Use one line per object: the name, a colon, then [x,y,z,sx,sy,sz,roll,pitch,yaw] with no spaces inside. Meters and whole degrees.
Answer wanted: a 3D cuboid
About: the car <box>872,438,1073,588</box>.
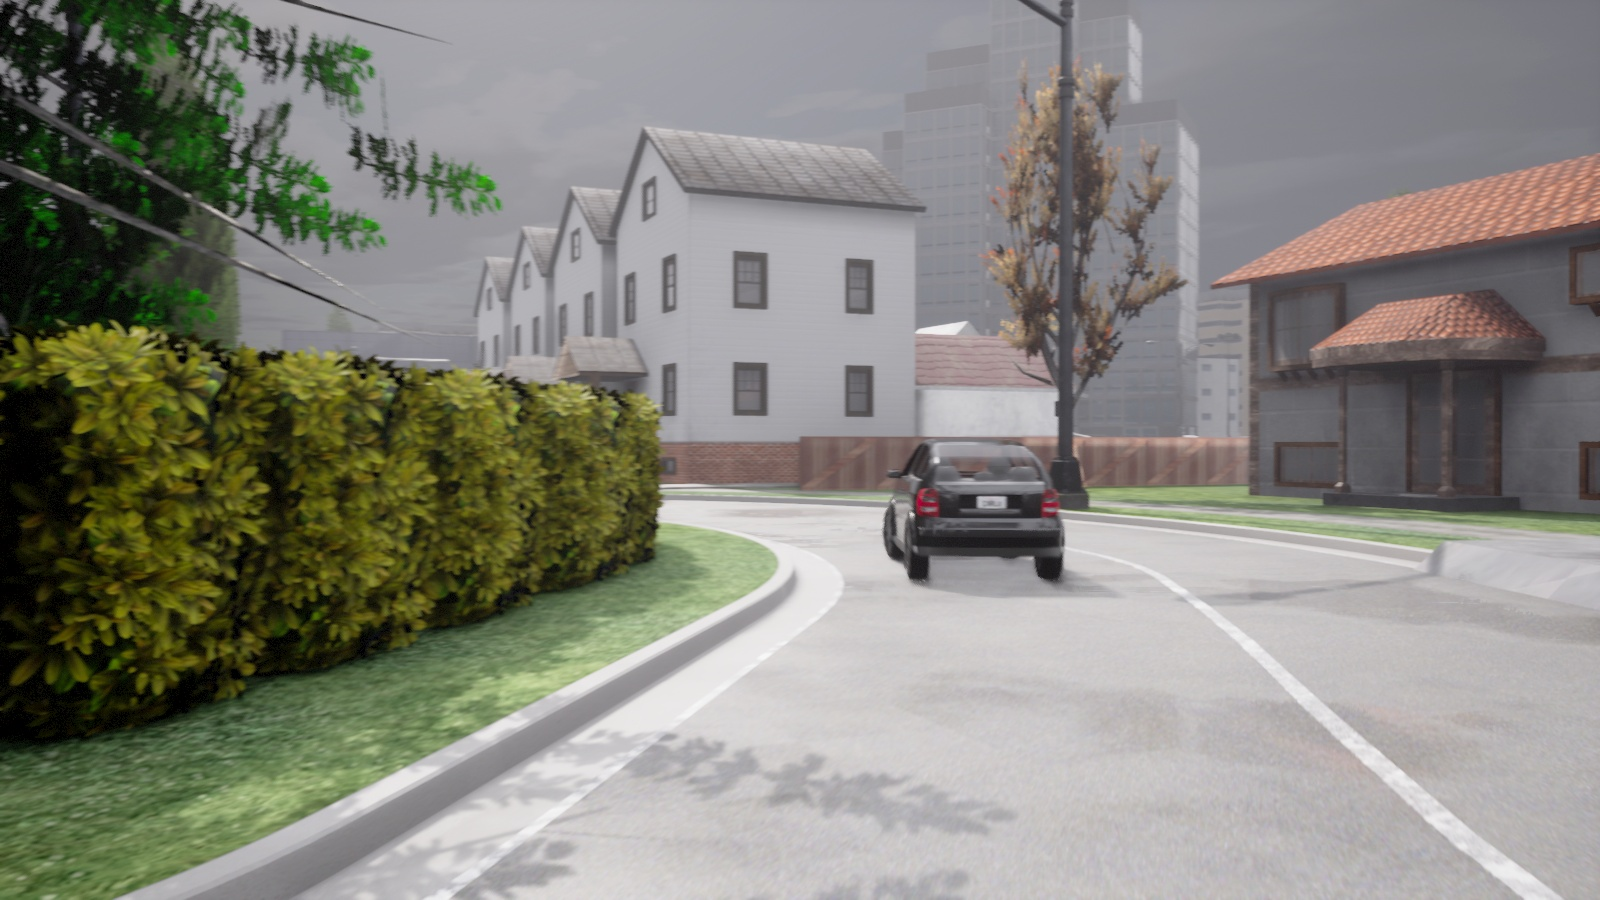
car: [1.901,0.645,14.919,1.789,1.549,3.705,0,0,-1]
